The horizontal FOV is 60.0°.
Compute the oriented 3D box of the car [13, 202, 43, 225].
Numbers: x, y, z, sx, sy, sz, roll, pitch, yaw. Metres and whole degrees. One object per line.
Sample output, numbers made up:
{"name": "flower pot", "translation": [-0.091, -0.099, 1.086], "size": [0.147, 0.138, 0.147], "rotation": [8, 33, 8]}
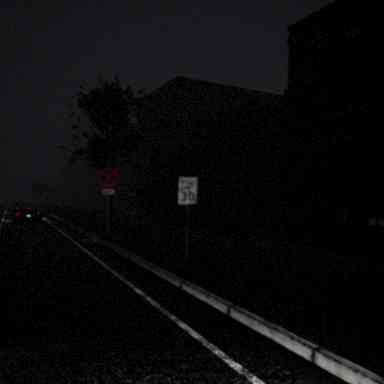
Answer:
{"name": "car", "translation": [-12.912, 1.740, 26.117], "size": [1.994, 1.385, 4.181], "rotation": [0, -1, -28]}

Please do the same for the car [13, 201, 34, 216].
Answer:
{"name": "car", "translation": [-19.185, 1.804, 37.749], "size": [2.033, 1.411, 5.357], "rotation": [0, 0, -28]}
